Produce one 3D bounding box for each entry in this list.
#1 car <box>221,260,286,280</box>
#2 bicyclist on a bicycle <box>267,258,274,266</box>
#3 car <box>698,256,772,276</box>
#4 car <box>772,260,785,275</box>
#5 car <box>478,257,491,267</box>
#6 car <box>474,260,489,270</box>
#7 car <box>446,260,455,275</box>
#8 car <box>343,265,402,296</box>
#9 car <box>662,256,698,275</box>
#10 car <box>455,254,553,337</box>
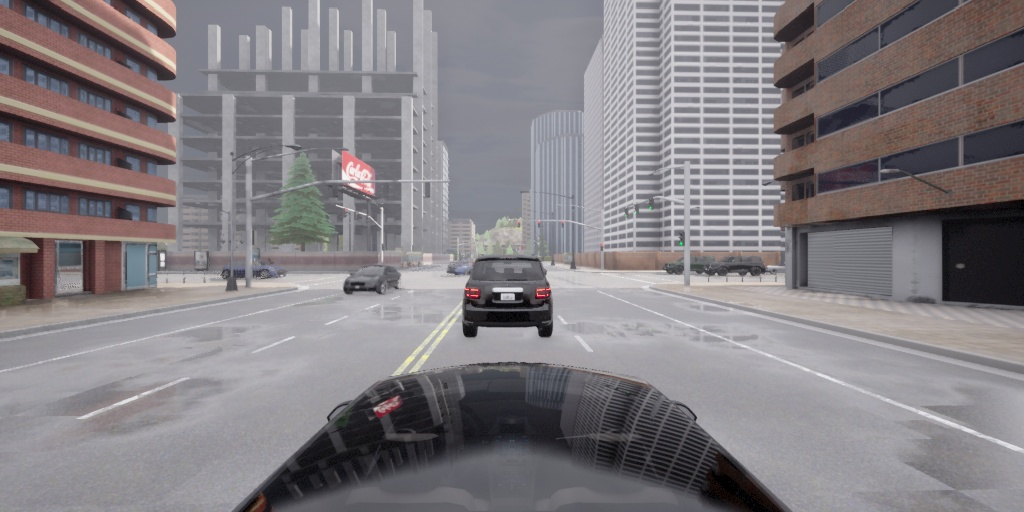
[{"bbox_3d":[-22.011,1.101,30.715,4.553,1.767,2.097,0,0,-2],"label":"car"},{"bbox_3d":[-28.705,1.051,42.519,0.582,1.620,1.656,0,0,-1],"label":"bicyclist on a bicycle"},{"bbox_3d":[21.996,0.971,35.550,5.566,2.045,2.150,0,0,-2],"label":"car"},{"bbox_3d":[29.515,1.351,39.231,4.718,1.301,1.895,0,0,-1],"label":"car"},{"bbox_3d":[-4.830,1.102,64.311,2.097,1.767,4.553,0,0,-1],"label":"car"},{"bbox_3d":[-4.666,1.314,54.620,1.994,1.385,4.181,0,0,-1],"label":"car"},{"bbox_3d":[-4.099,1.297,36.373,2.033,1.411,5.357,0,0,43],"label":"car"},{"bbox_3d":[-7.455,1.256,19.595,1.837,1.490,4.892,0,0,-1],"label":"car"},{"bbox_3d":[19.385,0.972,38.980,5.566,2.045,2.150,0,0,-1],"label":"car"},{"bbox_3d":[-0.120,0.971,10.397,2.150,2.045,5.566,0,0,-1],"label":"car"}]
